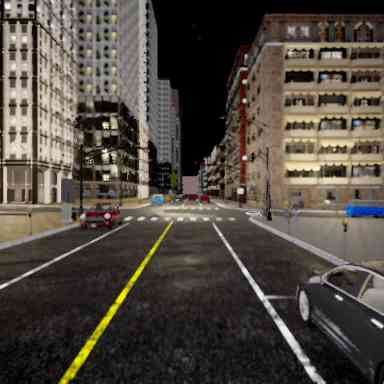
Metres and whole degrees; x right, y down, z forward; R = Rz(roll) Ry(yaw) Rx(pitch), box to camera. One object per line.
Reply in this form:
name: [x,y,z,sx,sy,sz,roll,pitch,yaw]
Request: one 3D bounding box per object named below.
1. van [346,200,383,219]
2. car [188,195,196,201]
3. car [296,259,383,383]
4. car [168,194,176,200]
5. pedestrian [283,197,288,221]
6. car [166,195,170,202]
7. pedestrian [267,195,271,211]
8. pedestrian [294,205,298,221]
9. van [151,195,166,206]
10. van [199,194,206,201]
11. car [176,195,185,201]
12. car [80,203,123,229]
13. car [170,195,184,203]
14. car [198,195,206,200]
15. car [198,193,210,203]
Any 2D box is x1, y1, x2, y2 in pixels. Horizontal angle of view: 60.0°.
van: [16.937,1.685,31.962,3.998,1.788,1.690,1,-1,0]
car: [0.024,1.449,82.787,1.882,1.535,5.008,0,0,0]
car: [2.690,1.548,4.286,2.008,1.369,4.403,0,0,0]
car: [-5.668,1.422,92.565,1.967,1.590,4.097,0,0,0]
pedestrian: [7.141,1.292,25.366,0.375,1.860,0.375,0,0,0]
car: [-5.672,1.504,75.743,1.752,1.417,4.829,0,0,0]
pedestrian: [6.142,1.127,26.566,0.375,1.860,0.375,0,0,0]
pedestrian: [8.141,1.597,25.966,0.375,1.300,0.375,0,0,0]
van: [-5.678,1.319,53.709,1.690,1.788,3.998,0,0,0]
van: [2.711,1.321,87.013,1.690,1.788,3.998,0,0,0]
car: [-2.978,1.492,85.970,2.128,1.511,4.902,0,0,0]
car: [-5.686,1.428,21.235,1.967,1.590,4.097,0,0,0]
car: [-2.982,1.503,70.365,2.128,1.511,4.902,0,0,0]
car: [2.713,1.532,92.564,2.008,1.369,4.403,0,0,0]
car: [2.707,1.293,70.361,2.192,1.841,5.009,0,0,0]
